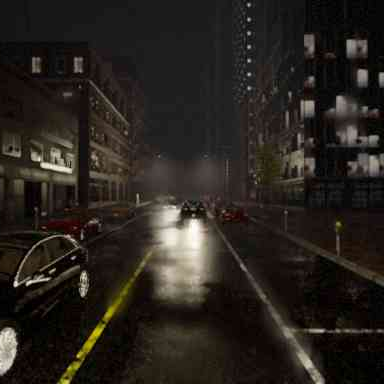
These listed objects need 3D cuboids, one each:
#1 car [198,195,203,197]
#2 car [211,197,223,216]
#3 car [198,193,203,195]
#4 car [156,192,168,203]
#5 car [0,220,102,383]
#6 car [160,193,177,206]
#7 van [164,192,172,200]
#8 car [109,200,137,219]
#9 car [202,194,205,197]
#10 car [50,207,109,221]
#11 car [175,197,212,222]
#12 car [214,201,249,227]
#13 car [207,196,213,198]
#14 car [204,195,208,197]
[{"bbox_3d":[0.108,1.394,41.959,1.895,1.301,4.718,0,0,0],"label":"car"},{"bbox_3d":[2.678,1.408,27.424,1.887,1.381,4.507,1,0,0],"label":"car"},{"bbox_3d":[2.684,1.227,67.310,1.887,1.381,4.507,1,0,0],"label":"car"},{"bbox_3d":[-5.663,1.231,61.564,1.752,1.417,4.829,1,0,0],"label":"car"},{"bbox_3d":[-3.099,1.477,5.381,1.837,1.490,4.892,0,0,0],"label":"car"},{"bbox_3d":[-3.069,1.311,48.427,2.033,1.411,5.357,0,0,0],"label":"car"},{"bbox_3d":[-5.657,0.977,78.827,1.690,1.788,3.998,1,0,0],"label":"van"},{"bbox_3d":[-5.669,1.389,27.380,1.752,1.417,4.829,1,0,0],"label":"car"},{"bbox_3d":[2.681,1.332,44.519,2.008,1.369,4.403,1,0,0],"label":"car"},{"bbox_3d":[-5.671,1.464,16.155,1.887,1.381,4.507,1,0,0],"label":"car"},{"bbox_3d":[0.105,1.369,24.709,2.128,1.511,4.902,0,0,0],"label":"car"},{"bbox_3d":[2.676,1.474,21.727,1.802,1.307,4.206,1,0,0],"label":"car"},{"bbox_3d":[2.679,1.360,33.293,1.752,1.417,4.829,1,0,0],"label":"car"},{"bbox_3d":[2.679,1.353,38.822,1.887,1.381,4.507,1,0,0],"label":"car"}]
